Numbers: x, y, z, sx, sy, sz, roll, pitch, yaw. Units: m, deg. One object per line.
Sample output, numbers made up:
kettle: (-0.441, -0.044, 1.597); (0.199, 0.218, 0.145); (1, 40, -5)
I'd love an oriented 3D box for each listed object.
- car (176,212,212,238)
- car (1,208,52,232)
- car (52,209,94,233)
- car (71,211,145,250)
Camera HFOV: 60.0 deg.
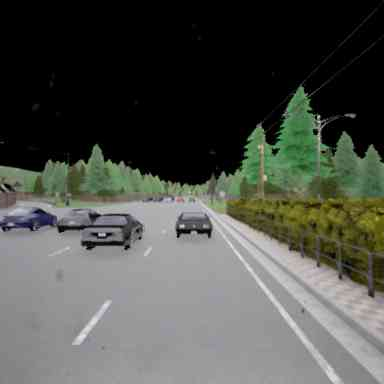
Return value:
car: (0.102, 1.775, 18.897); (1.895, 1.301, 4.718); (0, -1, 0)
car: (-10.396, 1.724, 21.459); (1.812, 1.442, 4.674); (0, -1, 0)
car: (-6.896, 1.759, 21.129); (1.994, 1.385, 4.181); (0, -1, 0)
car: (-3.397, 1.687, 15.077); (2.033, 1.411, 5.357); (0, -1, 0)
